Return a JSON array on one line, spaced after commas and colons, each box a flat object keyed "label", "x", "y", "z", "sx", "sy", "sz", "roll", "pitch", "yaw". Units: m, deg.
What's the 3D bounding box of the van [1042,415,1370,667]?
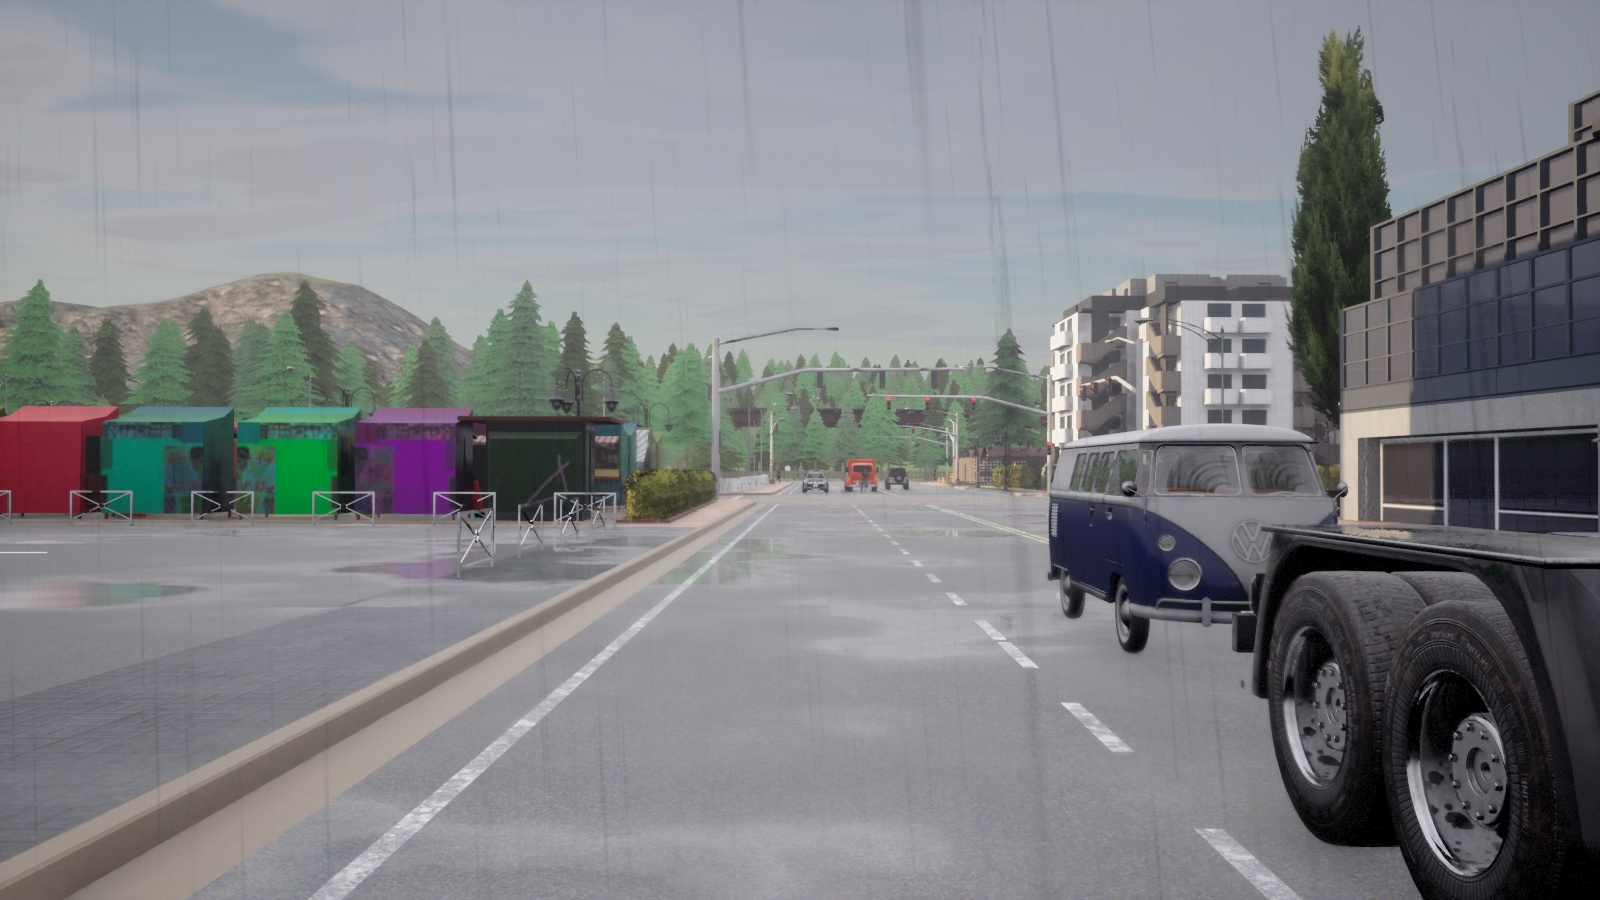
[{"label": "van", "x": 3.632, "y": 0.756, "z": 12.149, "sx": 1.775, "sy": 1.987, "sz": 4.442, "roll": 0, "pitch": -1, "yaw": 1}]

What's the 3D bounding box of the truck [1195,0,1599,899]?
[{"label": "truck", "x": 3.522, "y": -0.137, "z": 2.678, "sx": 2.891, "sy": 3.462, "sz": 7.936, "roll": 0, "pitch": -1, "yaw": 1}]

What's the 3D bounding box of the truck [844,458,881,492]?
[{"label": "truck", "x": 4.707, "y": 1.910, "z": 95.614, "sx": 2.627, "sy": 2.467, "sz": 5.204, "roll": 0, "pitch": -1, "yaw": 1}]

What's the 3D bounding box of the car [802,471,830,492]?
[{"label": "car", "x": 1.145, "y": 2.303, "z": 91.206, "sx": 1.970, "sy": 1.475, "sz": 3.806, "roll": 0, "pitch": -1, "yaw": 1}]
